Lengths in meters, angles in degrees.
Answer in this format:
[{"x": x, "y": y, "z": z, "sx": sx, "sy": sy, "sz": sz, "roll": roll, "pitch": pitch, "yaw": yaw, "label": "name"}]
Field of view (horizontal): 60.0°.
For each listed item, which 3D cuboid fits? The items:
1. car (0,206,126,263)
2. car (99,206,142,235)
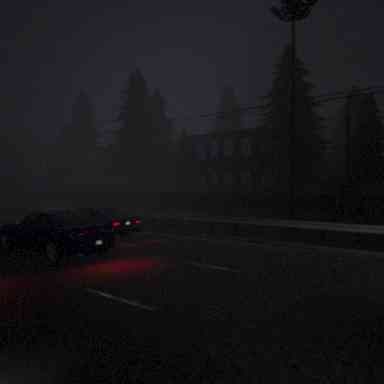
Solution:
[{"x": -4.796, "y": 1.357, "z": 11.568, "sx": 5.008, "sy": 1.535, "sz": 1.882, "roll": 1, "pitch": 1, "yaw": 37, "label": "car"}, {"x": -4.786, "y": 1.386, "z": 15.939, "sx": 5.357, "sy": 1.411, "sz": 2.033, "roll": 1, "pitch": 1, "yaw": 37, "label": "car"}]
